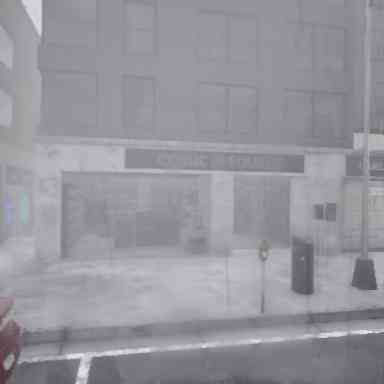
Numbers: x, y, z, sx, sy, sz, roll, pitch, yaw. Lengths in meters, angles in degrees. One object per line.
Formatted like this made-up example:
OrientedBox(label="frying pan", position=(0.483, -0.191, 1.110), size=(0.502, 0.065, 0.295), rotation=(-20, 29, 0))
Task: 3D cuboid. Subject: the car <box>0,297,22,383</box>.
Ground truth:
OrientedBox(label="car", position=(-3.958, 1.471, 2.793), size=(4.507, 1.381, 1.887), rotation=(1, 0, -12))
